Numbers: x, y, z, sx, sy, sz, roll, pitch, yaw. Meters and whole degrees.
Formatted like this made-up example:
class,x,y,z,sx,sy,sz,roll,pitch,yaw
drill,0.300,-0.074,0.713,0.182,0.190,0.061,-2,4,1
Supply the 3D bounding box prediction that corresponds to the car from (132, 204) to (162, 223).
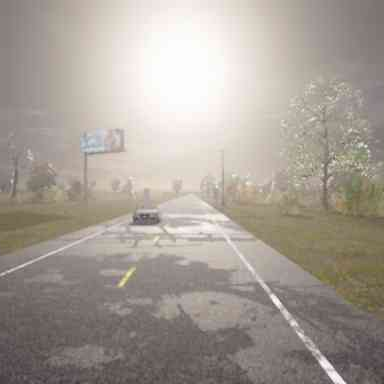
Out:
class,x,y,z,sx,sy,sz,roll,pitch,yaw
car,-3.496,1.657,26.619,1.994,1.385,4.181,0,0,0
